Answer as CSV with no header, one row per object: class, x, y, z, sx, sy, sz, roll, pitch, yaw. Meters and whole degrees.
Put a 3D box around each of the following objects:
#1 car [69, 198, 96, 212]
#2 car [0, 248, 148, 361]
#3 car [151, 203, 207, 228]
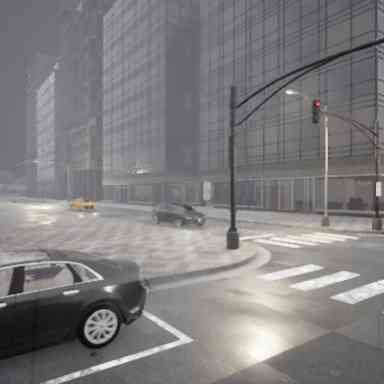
car,-12.601,1.447,38.237,1.882,1.535,5.008,0,0,-36
car,-2.773,1.551,4.669,4.403,1.369,2.008,0,0,-35
car,-0.955,1.494,22.194,1.837,1.490,4.892,0,0,-36
